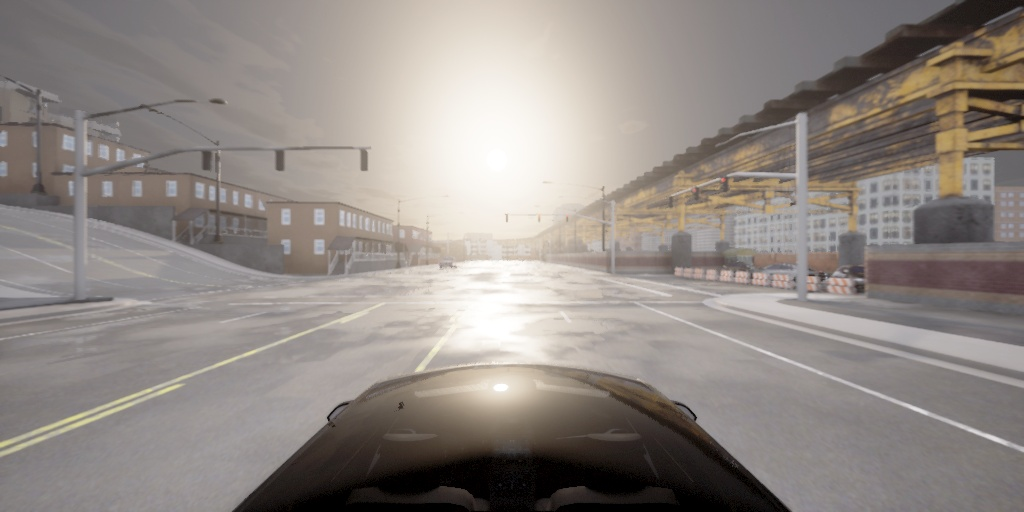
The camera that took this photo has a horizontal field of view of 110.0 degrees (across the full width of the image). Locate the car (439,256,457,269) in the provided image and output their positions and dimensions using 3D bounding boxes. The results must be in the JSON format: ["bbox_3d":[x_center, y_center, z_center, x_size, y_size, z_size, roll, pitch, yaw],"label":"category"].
[{"bbox_3d":[-10.482,1.081,58.906,2.150,2.045,5.566,0,2,0],"label":"car"}]
